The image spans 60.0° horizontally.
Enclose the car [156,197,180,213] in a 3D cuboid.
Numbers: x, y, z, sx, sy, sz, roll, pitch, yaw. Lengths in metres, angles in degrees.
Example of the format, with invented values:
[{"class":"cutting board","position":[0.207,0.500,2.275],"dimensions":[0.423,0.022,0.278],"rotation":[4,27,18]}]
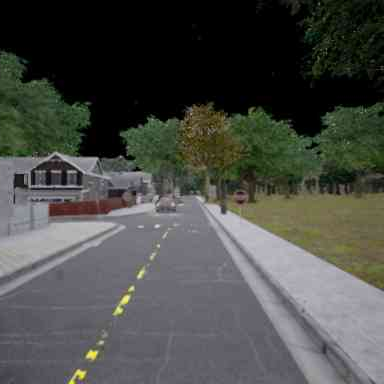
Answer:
[{"class":"car","position":[-2.772,1.328,36.939],"dimensions":[2.097,1.767,4.553],"rotation":[0,-1,0]}]

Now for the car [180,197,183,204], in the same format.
[{"class":"car","position":[-2.793,1.600,64.619],"dimensions":[1.895,1.301,4.718],"rotation":[0,0,0]}]
